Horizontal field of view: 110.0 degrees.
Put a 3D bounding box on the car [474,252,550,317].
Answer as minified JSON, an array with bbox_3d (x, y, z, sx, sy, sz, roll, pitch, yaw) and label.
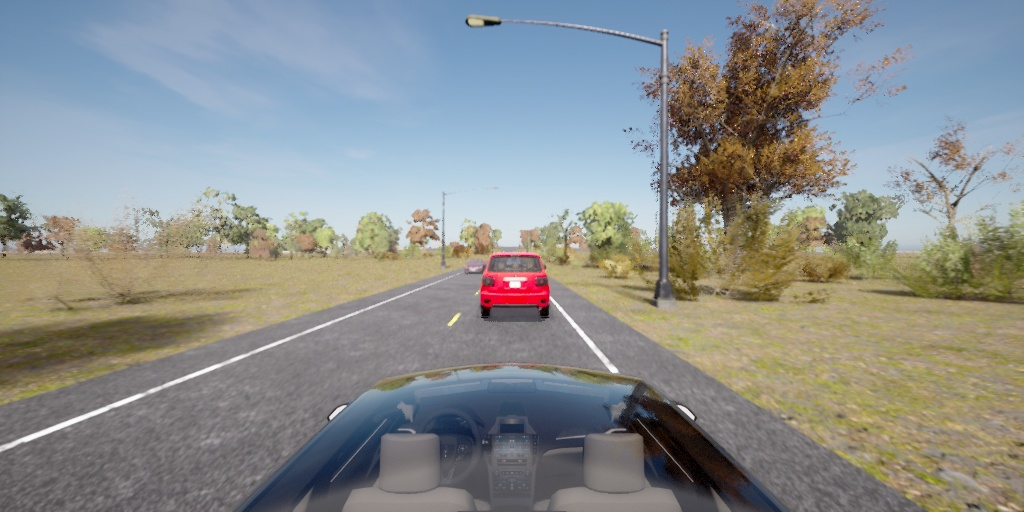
[{"bbox_3d":[0.093,0.889,12.851,2.150,2.045,5.566,0,0,0],"label":"car"}]

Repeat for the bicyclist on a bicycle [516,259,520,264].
[{"bbox_3d":[0.955,0.757,58.302,0.866,1.612,1.509,0,0,0],"label":"bicyclist on a bicycle"}]

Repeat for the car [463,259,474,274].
[{"bbox_3d":[-3.598,1.023,35.699,1.812,1.442,4.674,0,0,0],"label":"car"}]
